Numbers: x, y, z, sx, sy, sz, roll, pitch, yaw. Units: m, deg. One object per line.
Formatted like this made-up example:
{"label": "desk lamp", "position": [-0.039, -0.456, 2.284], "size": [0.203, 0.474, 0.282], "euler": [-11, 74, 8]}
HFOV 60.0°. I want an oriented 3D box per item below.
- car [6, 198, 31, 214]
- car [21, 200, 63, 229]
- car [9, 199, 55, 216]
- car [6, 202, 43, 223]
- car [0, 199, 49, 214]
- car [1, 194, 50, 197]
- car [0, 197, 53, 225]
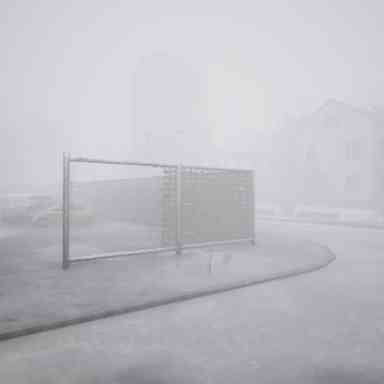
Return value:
{"label": "car", "position": [-18.285, 1.440, 35.016], "size": [1.789, 1.547, 3.705], "euler": [0, 0, -36]}
{"label": "car", "position": [-8.289, 1.454, 21.225], "size": [4.193, 1.474, 1.816], "euler": [0, 0, -36]}
{"label": "car", "position": [-15.234, 1.454, 31.724], "size": [3.633, 1.501, 1.845], "euler": [0, 0, -36]}
{"label": "car", "position": [-12.465, 1.480, 24.757], "size": [2.207, 1.379, 1.481], "euler": [0, 0, -36]}
{"label": "car", "position": [-18.287, 1.513, 35.293], "size": [5.357, 1.415, 2.033], "euler": [0, 0, -36]}
{"label": "car", "position": [-13.016, 1.277, 27.020], "size": [3.866, 1.878, 1.905], "euler": [0, 0, -36]}
{"label": "car", "position": [-10.730, 1.381, 23.379], "size": [4.611, 1.667, 2.242], "euler": [0, 0, -36]}
